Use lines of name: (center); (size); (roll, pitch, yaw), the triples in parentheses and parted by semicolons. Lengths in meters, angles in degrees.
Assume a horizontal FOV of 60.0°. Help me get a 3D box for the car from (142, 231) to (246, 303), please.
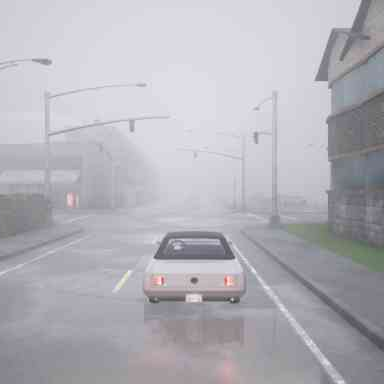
car: (0.061, 1.601, 8.134); (1.895, 1.301, 4.718); (0, 0, 1)

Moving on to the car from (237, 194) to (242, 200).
car: (13.920, 1.388, 88.803); (3.633, 1.501, 1.845); (0, 0, 0)

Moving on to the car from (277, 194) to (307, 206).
car: (14.507, 1.247, 48.102); (3.806, 1.475, 1.970); (0, 0, 0)

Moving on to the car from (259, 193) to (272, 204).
car: (14.186, 1.169, 54.519); (5.027, 1.636, 2.152); (0, 0, 0)

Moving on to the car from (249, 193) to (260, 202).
car: (14.189, 1.092, 67.314); (3.866, 1.878, 1.905); (0, 0, 0)

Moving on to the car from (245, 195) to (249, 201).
car: (13.777, 1.112, 70.219); (4.605, 1.855, 1.932); (0, 0, 0)

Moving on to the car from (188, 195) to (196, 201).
car: (0.031, 1.529, 82.047); (1.994, 1.385, 4.181); (0, 0, 0)

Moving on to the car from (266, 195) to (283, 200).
car: (21.339, 1.399, 85.821); (3.806, 1.475, 1.970); (0, 0, 0)

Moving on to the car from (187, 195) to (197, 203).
car: (0.027, 1.349, 71.954); (2.097, 1.767, 4.553); (0, 0, 0)
